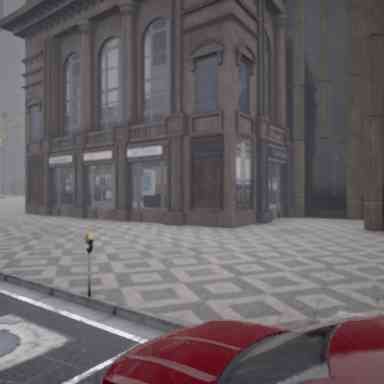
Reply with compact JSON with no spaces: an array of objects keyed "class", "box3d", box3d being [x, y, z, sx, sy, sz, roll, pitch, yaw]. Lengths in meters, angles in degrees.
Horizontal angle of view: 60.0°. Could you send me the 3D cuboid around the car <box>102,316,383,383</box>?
[{"class":"car","box3d":[1.303,1.545,2.036,4.507,1.381,1.887,0,0,35]}]
